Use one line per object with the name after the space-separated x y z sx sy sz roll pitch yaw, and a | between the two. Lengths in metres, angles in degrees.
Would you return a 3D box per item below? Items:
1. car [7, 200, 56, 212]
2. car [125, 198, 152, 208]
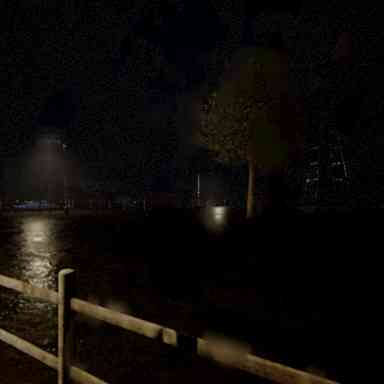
-19.224 1.684 40.227 2.033 1.411 5.357 -1 -2 36 | car
-8.776 1.792 54.747 2.097 1.767 4.553 -1 -2 36 | car
